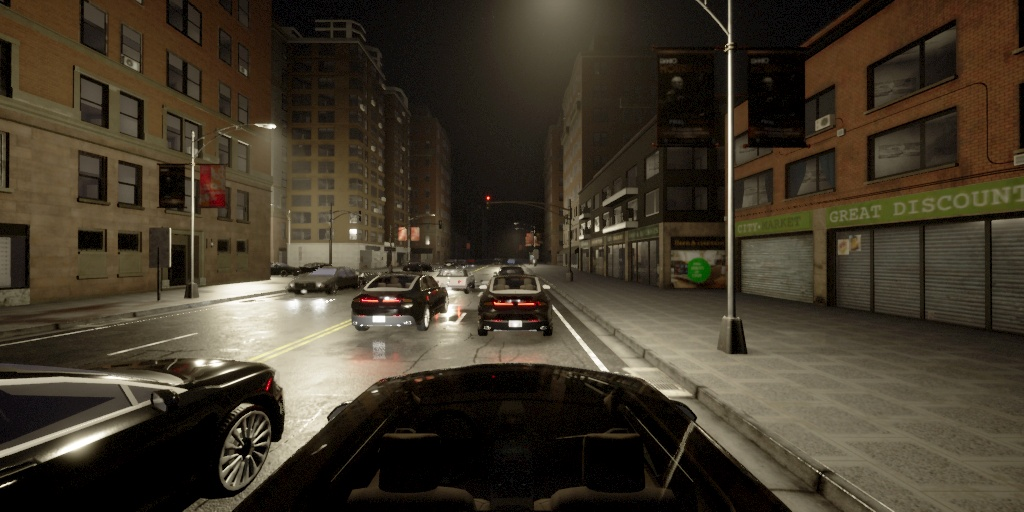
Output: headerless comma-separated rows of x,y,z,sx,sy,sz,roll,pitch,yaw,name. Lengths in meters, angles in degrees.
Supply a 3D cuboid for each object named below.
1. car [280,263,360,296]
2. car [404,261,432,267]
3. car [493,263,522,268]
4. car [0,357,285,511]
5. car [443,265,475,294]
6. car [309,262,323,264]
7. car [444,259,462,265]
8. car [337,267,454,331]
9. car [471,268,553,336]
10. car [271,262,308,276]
-9.891,1.300,19.702,2.033,1.411,5.357,0,0,0,car
-11.010,1.327,42.140,1.994,1.385,4.181,0,0,18,car
-0.036,1.278,19.628,1.812,1.442,4.674,0,0,0,car
-3.153,1.242,1.574,2.128,1.511,4.902,0,0,0,car
-3.190,1.354,20.275,1.895,1.301,4.718,0,0,0,car
-22.230,1.347,40.036,4.313,1.339,1.948,0,0,0,car
-9.955,1.267,58.656,2.128,1.511,4.902,0,0,0,car
-3.171,1.256,10.962,1.837,1.490,4.892,0,0,0,car
0.081,1.256,10.372,1.837,1.490,4.892,0,0,0,car
-22.612,1.316,34.555,4.181,1.385,1.994,0,0,0,car
